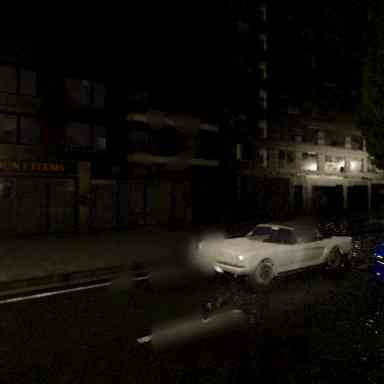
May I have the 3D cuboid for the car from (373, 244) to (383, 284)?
[{"bbox_3d":[6.421,1.435,8.253,5.008,1.535,1.882,0,0,-35],"label":"car"}]

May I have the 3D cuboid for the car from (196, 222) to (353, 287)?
[{"bbox_3d":[2.448,1.569,9.415,4.718,1.301,1.895,0,0,-35],"label":"car"}]
